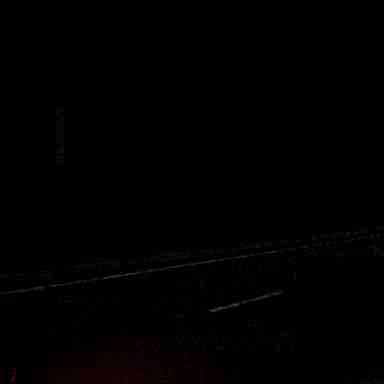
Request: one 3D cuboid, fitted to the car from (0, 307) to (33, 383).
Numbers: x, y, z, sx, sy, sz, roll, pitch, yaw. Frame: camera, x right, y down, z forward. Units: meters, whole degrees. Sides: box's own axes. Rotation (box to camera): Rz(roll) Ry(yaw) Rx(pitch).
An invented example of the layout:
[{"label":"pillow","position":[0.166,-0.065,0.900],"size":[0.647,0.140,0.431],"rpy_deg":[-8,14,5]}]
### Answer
[{"label":"car","position":[-3.495,1.479,1.499],"size":[5.008,1.535,1.882],"rpy_deg":[0,0,-35]}]
